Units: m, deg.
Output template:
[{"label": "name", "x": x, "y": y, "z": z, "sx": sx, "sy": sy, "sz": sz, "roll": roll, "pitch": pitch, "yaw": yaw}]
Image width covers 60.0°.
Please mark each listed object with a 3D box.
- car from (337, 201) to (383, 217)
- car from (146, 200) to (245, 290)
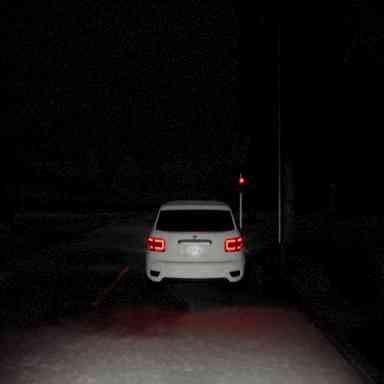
[{"label": "car", "x": 16.252, "y": 1.547, "z": 30.617, "sx": 5.357, "sy": 1.411, "sz": 2.033, "roll": 0, "pitch": 0, "yaw": 3}, {"label": "car", "x": 0.103, "y": 1.221, "z": 9.207, "sx": 2.150, "sy": 2.045, "sz": 5.566, "roll": 0, "pitch": 0, "yaw": 1}]
